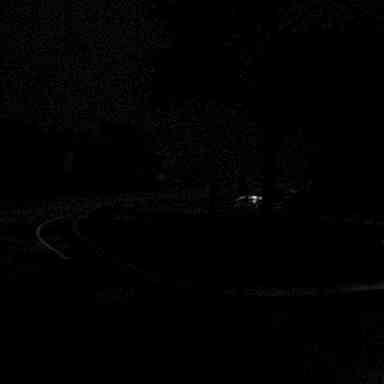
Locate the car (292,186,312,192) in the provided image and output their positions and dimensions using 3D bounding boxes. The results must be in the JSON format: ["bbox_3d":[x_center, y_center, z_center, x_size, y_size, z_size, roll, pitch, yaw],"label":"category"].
[{"bbox_3d":[28.902,-0.781,87.616,5.008,1.535,2.097,2,3,16],"label":"car"}]

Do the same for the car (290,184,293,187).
[{"bbox_3d":[26.391,-0.481,79.681,5.366,1.575,1.946,2,3,16],"label":"car"}]

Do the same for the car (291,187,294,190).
[{"bbox_3d":[19.588,0.465,55.662,5.008,1.535,2.097,2,3,16],"label":"car"}]

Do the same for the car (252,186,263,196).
[{"bbox_3d":[12.785,0.089,62.203,1.895,1.301,4.718,2,3,17],"label":"car"}]

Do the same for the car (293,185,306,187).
[{"bbox_3d":[20.392,0.236,58.312,4.553,1.767,2.185,2,3,16],"label":"car"}]

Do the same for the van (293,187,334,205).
[{"bbox_3d":[15.595,0.762,42.375,4.442,1.987,1.878,2,3,16],"label":"van"}]

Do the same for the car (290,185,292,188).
[{"bbox_3d":[24.987,-0.235,74.312,4.792,1.488,2.163,2,3,16],"label":"car"}]

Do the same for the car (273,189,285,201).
[{"bbox_3d":[13.054,0.624,51.086,1.895,1.301,4.718,2,3,16],"label":"car"}]

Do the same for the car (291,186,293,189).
[{"bbox_3d":[21.906,0.151,63.653,5.008,1.535,2.097,2,3,16],"label":"car"}]

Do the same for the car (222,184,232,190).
[{"bbox_3d":[9.273,-1.304,87.486,1.837,1.490,4.892,2,3,16],"label":"car"}]

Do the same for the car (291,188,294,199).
[{"bbox_3d":[18.800,0.571,53.003,4.892,1.521,2.231,2,3,16],"label":"car"}]

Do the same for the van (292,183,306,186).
[{"bbox_3d":[23.582,-0.277,68.935,4.442,1.987,1.878,2,3,16],"label":"van"}]

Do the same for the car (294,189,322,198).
[{"bbox_3d":[21.131,0.296,60.992,4.674,1.452,2.002,2,3,16],"label":"car"}]

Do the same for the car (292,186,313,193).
[{"bbox_3d":[27.372,-0.544,82.285,4.792,1.488,2.163,2,3,16],"label":"car"}]

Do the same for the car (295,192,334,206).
[{"bbox_3d":[16.504,0.917,45.007,4.792,1.488,2.163,2,3,16],"label":"car"}]

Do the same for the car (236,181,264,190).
[{"bbox_3d":[15.305,-1.416,87.755,5.566,2.045,2.435,2,3,16],"label":"car"}]

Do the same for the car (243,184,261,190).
[{"bbox_3d":[16.895,-1.333,93.139,4.674,1.452,2.002,2,3,16],"label":"car"}]
